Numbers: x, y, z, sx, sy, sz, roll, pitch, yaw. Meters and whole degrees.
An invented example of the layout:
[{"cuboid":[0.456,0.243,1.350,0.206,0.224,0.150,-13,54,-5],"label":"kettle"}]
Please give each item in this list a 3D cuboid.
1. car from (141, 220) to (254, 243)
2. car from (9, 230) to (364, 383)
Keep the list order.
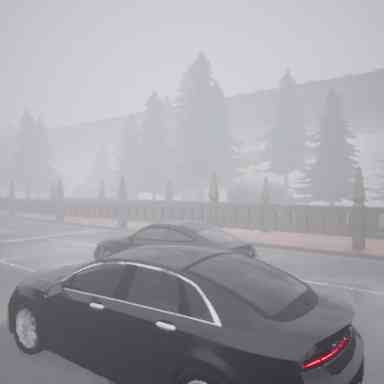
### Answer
[{"cuboid":[-0.541,1.466,8.673,4.674,1.442,1.812,1,0,35],"label":"car"},{"cuboid":[-0.507,1.473,4.355,4.892,1.490,1.837,1,0,35],"label":"car"}]
